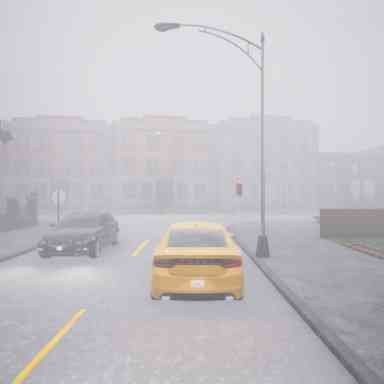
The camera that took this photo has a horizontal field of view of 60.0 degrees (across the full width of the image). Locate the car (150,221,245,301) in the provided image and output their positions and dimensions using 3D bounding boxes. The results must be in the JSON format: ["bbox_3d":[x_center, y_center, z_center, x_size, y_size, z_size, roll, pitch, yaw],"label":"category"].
[{"bbox_3d":[0.110,1.478,8.396,1.882,1.535,5.008,0,0,0],"label":"car"}]

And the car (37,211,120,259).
[{"bbox_3d":[-4.044,1.507,12.630,1.837,1.490,4.892,0,0,1],"label":"car"}]
